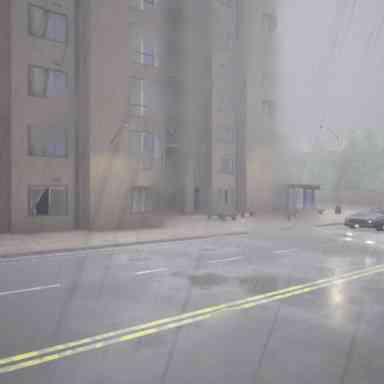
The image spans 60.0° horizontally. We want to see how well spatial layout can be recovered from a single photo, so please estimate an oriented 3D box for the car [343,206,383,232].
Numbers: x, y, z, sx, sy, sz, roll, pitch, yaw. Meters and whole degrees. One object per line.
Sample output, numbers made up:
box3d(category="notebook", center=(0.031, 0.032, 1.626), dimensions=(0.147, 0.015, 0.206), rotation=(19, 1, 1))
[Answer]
box3d(category="car", center=(11.513, 1.542, 20.286), dimensions=(5.357, 1.411, 2.033), rotation=(0, 0, -34))
